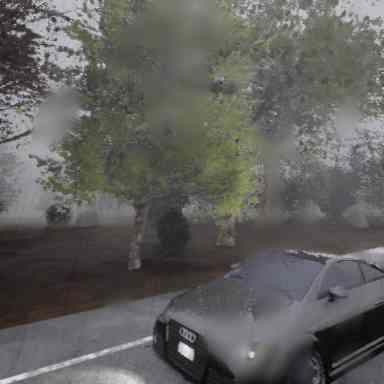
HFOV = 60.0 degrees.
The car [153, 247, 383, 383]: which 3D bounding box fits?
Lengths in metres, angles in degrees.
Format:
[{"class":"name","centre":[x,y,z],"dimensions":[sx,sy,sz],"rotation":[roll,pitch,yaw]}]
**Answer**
[{"class":"car","centre":[1.540,1.574,4.861],"dimensions":[4.181,1.385,1.994],"rotation":[0,0,-36]}]
